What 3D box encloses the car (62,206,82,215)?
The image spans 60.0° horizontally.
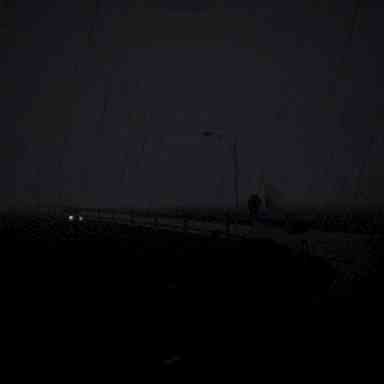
[{"bbox_3d":[-18.207,2.709,50.360,1.895,1.301,4.718,-1,-1,-35],"label":"car"}]
